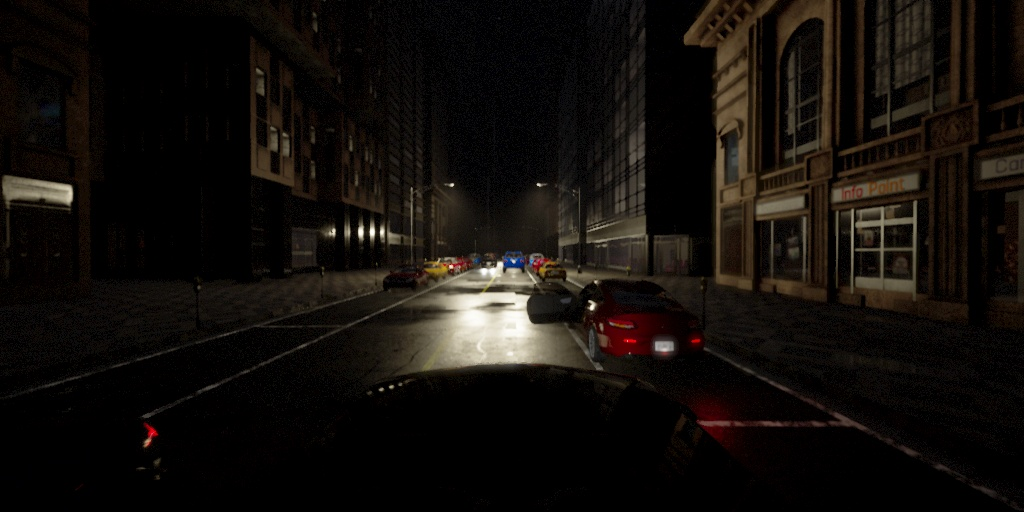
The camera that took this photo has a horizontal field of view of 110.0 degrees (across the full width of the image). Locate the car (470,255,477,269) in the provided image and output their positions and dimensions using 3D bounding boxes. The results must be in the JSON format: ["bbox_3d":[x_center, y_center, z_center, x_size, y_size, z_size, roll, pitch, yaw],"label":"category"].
[{"bbox_3d":[-5.635,0.850,42.216,1.888,1.381,4.507,0,0,0],"label":"car"}]

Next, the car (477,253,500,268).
[{"bbox_3d":[-2.859,0.760,46.425,2.128,1.511,4.902,0,1,0],"label":"car"}]

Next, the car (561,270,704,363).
[{"bbox_3d":[2.370,1.208,7.862,1.812,1.442,4.674,0,1,0],"label":"car"}]

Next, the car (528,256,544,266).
[{"bbox_3d":[2.873,0.912,36.595,1.888,1.381,4.507,0,0,0],"label":"car"}]

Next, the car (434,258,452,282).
[{"bbox_3d":[-5.689,1.015,25.241,1.751,1.417,4.829,0,0,0],"label":"car"}]

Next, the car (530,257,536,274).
[{"bbox_3d":[2.855,0.973,30.994,1.888,1.381,4.507,0,0,0],"label":"car"}]

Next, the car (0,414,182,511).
[{"bbox_3d":[-3.105,1.327,0.511,1.994,1.385,4.181,0,1,0],"label":"car"}]

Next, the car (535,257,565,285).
[{"bbox_3d":[2.838,1.015,25.562,1.751,1.417,4.829,0,0,0],"label":"car"}]

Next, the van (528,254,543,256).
[{"bbox_3d":[2.891,0.646,42.197,1.690,1.789,3.998,0,0,0],"label":"van"}]

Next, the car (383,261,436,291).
[{"bbox_3d":[-5.706,1.133,19.810,1.802,1.307,4.207,0,0,0],"label":"car"}]

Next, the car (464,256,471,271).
[{"bbox_3d":[-5.652,0.911,36.614,1.888,1.381,4.507,0,0,0],"label":"car"}]

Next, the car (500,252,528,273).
[{"bbox_3d":[0.185,0.593,36.396,2.150,2.045,5.566,0,1,0],"label":"car"}]

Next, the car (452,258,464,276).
[{"bbox_3d":[-5.670,0.868,31.013,1.967,1.591,4.097,0,0,0],"label":"car"}]
